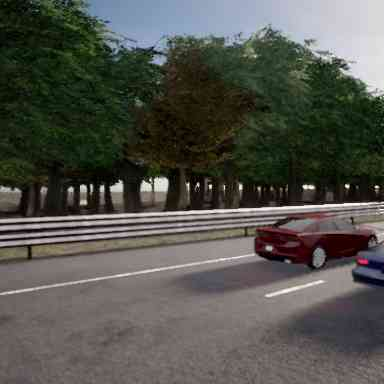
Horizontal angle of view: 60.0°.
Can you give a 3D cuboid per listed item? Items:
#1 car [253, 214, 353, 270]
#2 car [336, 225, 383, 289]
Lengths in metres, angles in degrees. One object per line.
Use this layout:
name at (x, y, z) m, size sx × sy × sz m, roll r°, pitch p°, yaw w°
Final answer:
car at (4.248, 1.473, 11.080) m, size 5.008 × 1.535 × 1.882 m, roll 0°, pitch 0°, yaw -36°
car at (5.998, 1.544, 8.029) m, size 5.357 × 1.411 × 2.033 m, roll 0°, pitch 0°, yaw -36°
